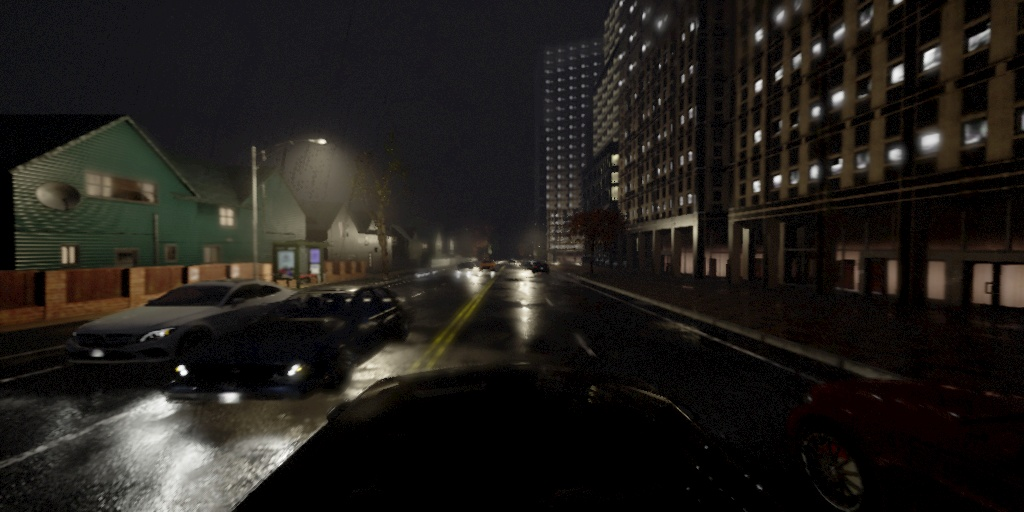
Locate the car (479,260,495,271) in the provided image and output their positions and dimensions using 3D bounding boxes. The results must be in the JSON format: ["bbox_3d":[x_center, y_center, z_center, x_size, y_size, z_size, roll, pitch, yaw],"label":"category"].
[{"bbox_3d":[-3.302,1.245,48.331,1.882,1.535,5.008,0,0,0],"label":"car"}]

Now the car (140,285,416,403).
[{"bbox_3d":[-3.349,1.295,6.916,2.033,1.411,5.357,0,0,0],"label":"car"}]

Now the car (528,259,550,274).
[{"bbox_3d":[3.257,1.324,41.069,1.994,1.385,4.181,0,0,0],"label":"car"}]

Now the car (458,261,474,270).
[{"bbox_3d":[-6.538,1.370,51.025,1.895,1.301,4.718,0,0,1],"label":"car"}]

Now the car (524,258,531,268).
[{"bbox_3d":[3.259,1.262,52.073,2.128,1.511,4.902,0,0,0],"label":"car"}]

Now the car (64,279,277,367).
[{"bbox_3d":[-6.595,1.274,8.030,1.812,1.442,4.674,0,0,0],"label":"car"}]

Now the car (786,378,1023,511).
[{"bbox_3d":[3.349,1.276,1.215,1.812,1.442,4.674,0,0,0],"label":"car"}]

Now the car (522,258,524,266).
[{"bbox_3d":[3.261,1.349,63.078,1.994,1.385,4.181,0,0,0],"label":"car"}]
